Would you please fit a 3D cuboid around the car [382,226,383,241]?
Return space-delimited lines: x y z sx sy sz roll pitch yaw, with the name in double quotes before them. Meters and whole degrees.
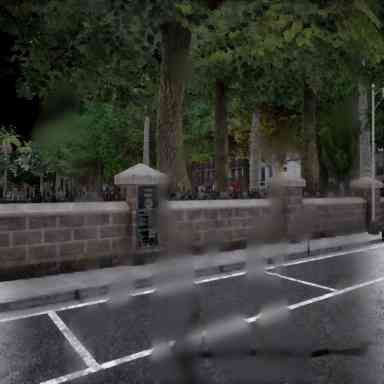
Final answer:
"car" 9.742 1.310 13.489 5.009 1.841 2.192 0 0 -36
